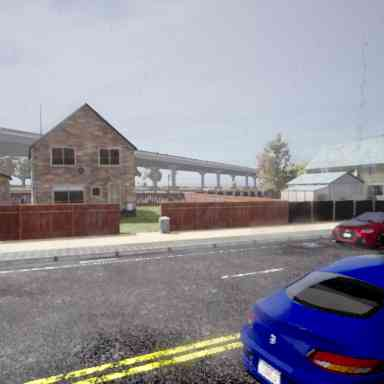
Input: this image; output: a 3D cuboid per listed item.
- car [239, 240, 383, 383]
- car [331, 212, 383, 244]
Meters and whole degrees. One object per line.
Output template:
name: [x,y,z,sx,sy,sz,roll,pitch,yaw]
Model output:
car: [2.778,1.524,4.166,4.674,1.442,1.812,0,0,-27]
car: [8.061,1.560,14.353,4.181,1.385,1.994,0,0,-27]
